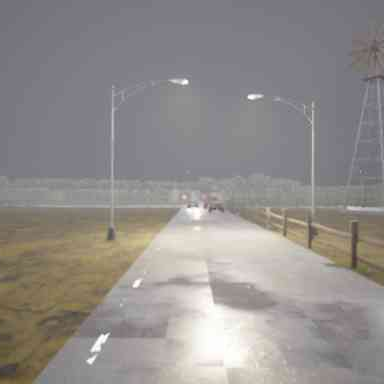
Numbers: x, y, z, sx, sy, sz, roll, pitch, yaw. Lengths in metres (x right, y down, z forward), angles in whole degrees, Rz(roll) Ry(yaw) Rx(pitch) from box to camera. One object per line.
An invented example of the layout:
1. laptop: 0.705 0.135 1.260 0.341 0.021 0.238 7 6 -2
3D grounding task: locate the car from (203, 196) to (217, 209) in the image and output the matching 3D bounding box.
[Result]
1. car: 2.903 1.643 52.081 2.150 2.045 5.566 0 -1 0

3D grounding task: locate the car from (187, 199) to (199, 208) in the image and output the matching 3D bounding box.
1. car: 0.161 1.951 55.476 2.128 1.511 4.902 0 -1 0

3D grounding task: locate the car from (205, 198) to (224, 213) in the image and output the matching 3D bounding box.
1. car: 2.971 1.799 41.620 1.837 1.490 4.892 0 -1 0
